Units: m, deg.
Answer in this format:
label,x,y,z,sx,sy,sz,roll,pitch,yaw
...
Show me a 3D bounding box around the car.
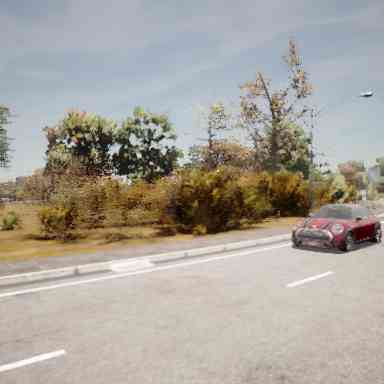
label,x,y,z,sx,sy,sz,roll,pitch,yaw
car,6.088,1.319,13.847,4.553,1.767,2.097,0,0,-43
